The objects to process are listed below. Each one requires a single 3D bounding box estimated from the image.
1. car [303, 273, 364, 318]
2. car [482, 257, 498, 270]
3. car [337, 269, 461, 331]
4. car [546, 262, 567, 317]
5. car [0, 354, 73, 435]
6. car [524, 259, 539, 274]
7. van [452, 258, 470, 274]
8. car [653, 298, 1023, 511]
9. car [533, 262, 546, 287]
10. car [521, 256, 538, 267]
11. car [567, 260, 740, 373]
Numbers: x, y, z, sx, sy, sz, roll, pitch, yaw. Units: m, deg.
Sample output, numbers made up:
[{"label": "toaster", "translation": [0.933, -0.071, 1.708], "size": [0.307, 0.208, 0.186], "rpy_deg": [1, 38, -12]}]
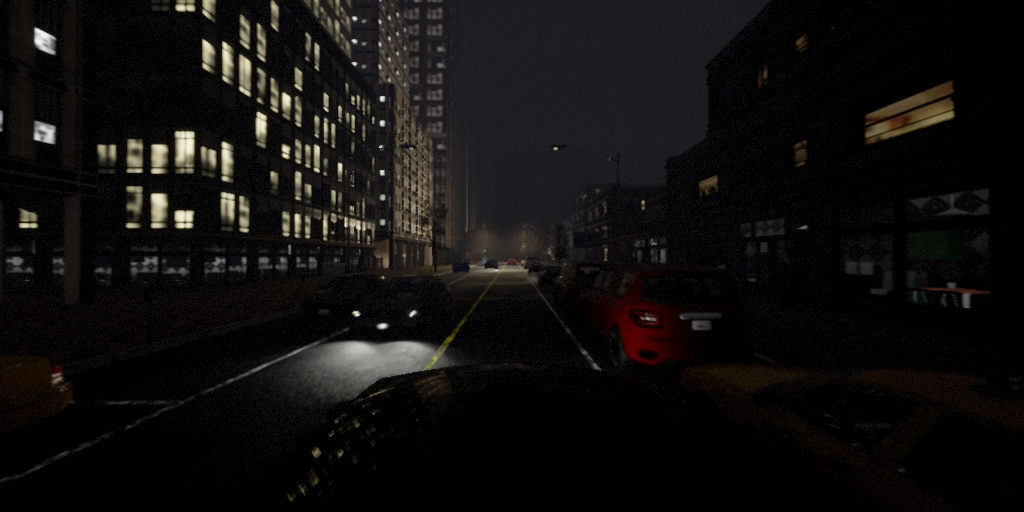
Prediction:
[{"label": "car", "translation": [-5.693, 1.317, 13.022], "size": [1.948, 1.339, 4.313], "rpy_deg": [0, 0, 0]}, {"label": "car", "translation": [-3.066, 1.249, 53.565], "size": [1.882, 1.535, 5.008], "rpy_deg": [0, 0, 0]}, {"label": "car", "translation": [-3.103, 1.299, 11.250], "size": [2.033, 1.411, 5.357], "rpy_deg": [0, 0, 0]}, {"label": "car", "translation": [2.688, 1.066, 13.021], "size": [2.192, 1.841, 5.009], "rpy_deg": [0, 0, 0]}, {"label": "car", "translation": [-5.691, 1.275, 1.778], "size": [1.751, 1.417, 4.829], "rpy_deg": [0, 0, 0]}, {"label": "car", "translation": [2.683, 1.344, 40.706], "size": [1.802, 1.307, 4.207], "rpy_deg": [0, 0, 0]}, {"label": "van", "translation": [-5.698, 1.102, 40.706], "size": [1.690, 1.789, 3.998], "rpy_deg": [0, 0, 0]}, {"label": "car", "translation": [2.690, 1.276, 2.117], "size": [1.751, 1.417, 4.829], "rpy_deg": [0, 0, 0]}, {"label": "car", "translation": [2.685, 1.320, 24.095], "size": [1.948, 1.339, 4.313], "rpy_deg": [0, 0, 0]}, {"label": "car", "translation": [2.990, 0.997, 55.207], "size": [2.150, 2.045, 5.566], "rpy_deg": [0, 0, 0]}, {"label": "car", "translation": [2.689, 1.065, 7.485], "size": [2.192, 1.841, 5.009], "rpy_deg": [0, 0, 0]}]
